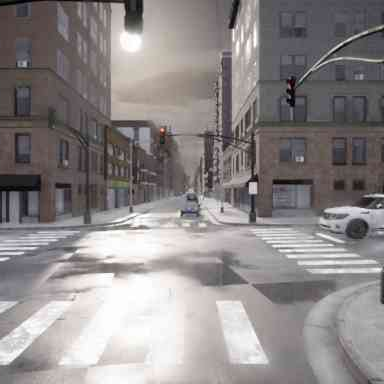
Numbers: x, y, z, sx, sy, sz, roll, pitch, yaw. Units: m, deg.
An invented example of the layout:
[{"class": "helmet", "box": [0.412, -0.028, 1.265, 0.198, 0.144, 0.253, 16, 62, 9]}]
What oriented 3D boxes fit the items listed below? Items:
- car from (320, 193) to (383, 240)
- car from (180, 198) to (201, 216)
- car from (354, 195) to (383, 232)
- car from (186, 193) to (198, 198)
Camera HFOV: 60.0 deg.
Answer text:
[{"class": "car", "box": [9.061, 1.084, 15.776, 5.566, 2.045, 2.150, -1, 0, 0]}, {"class": "car", "box": [-0.116, 1.554, 32.351, 2.033, 1.411, 5.357, 0, 0, 3]}, {"class": "car", "box": [12.053, 1.123, 18.445, 5.009, 1.841, 2.192, -1, 1, 0]}, {"class": "car", "box": [-0.014, 1.274, 64.824, 2.150, 2.045, 5.566, 0, 0, 0]}]
